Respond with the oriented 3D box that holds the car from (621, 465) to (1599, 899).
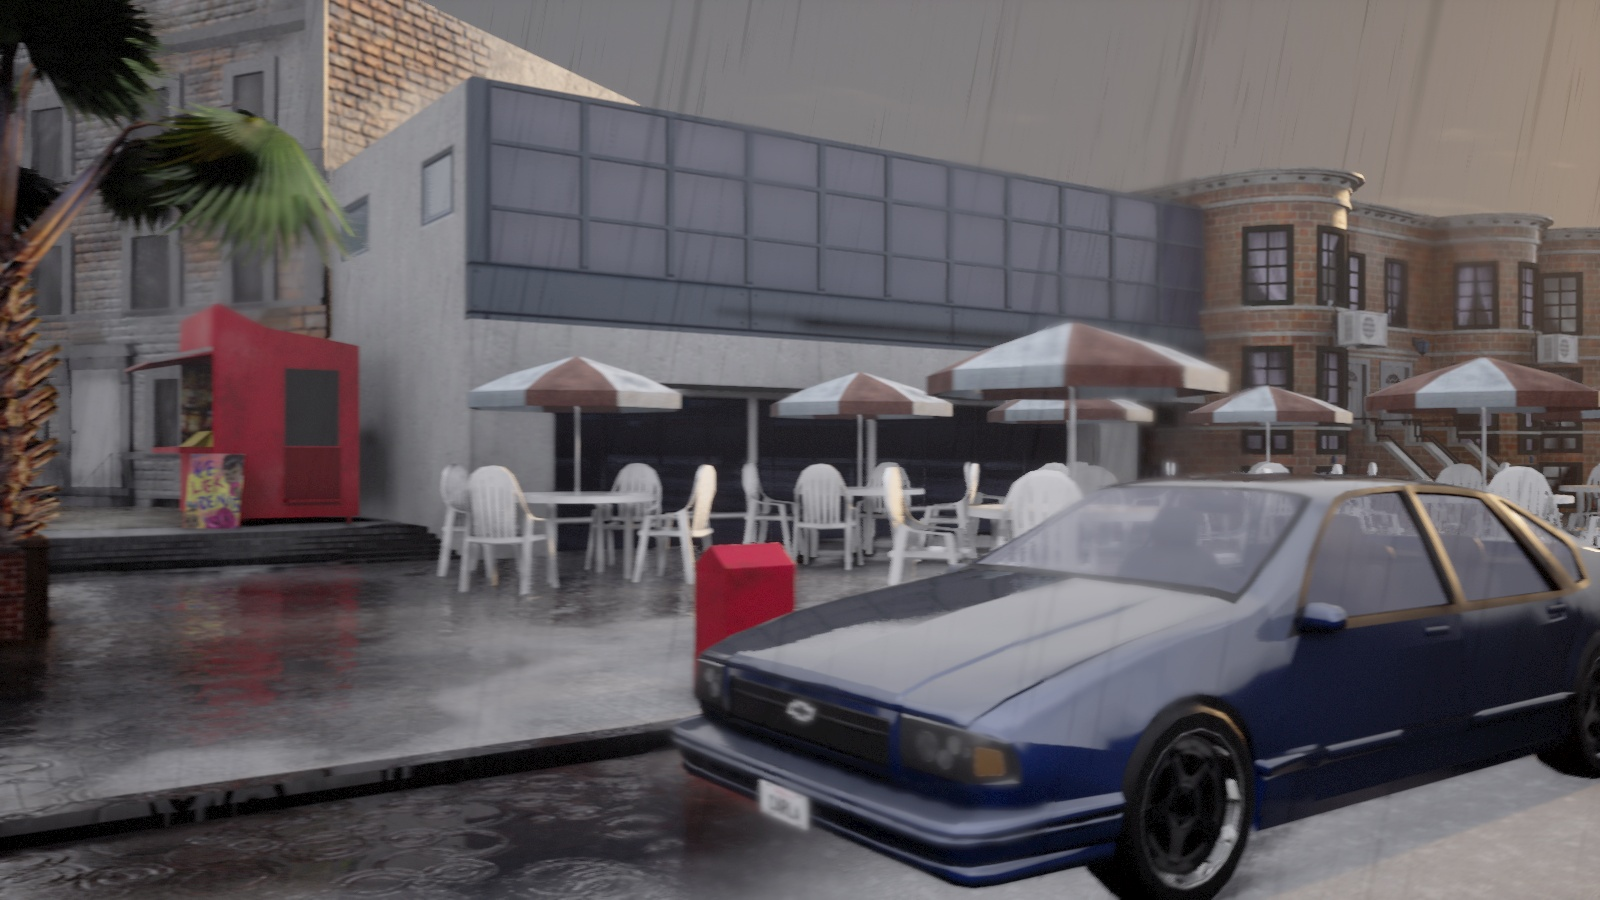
[{"bbox_3d":[2.067,0.802,5.706,5.357,1.411,2.033,0,0,-35],"label":"car"}]
